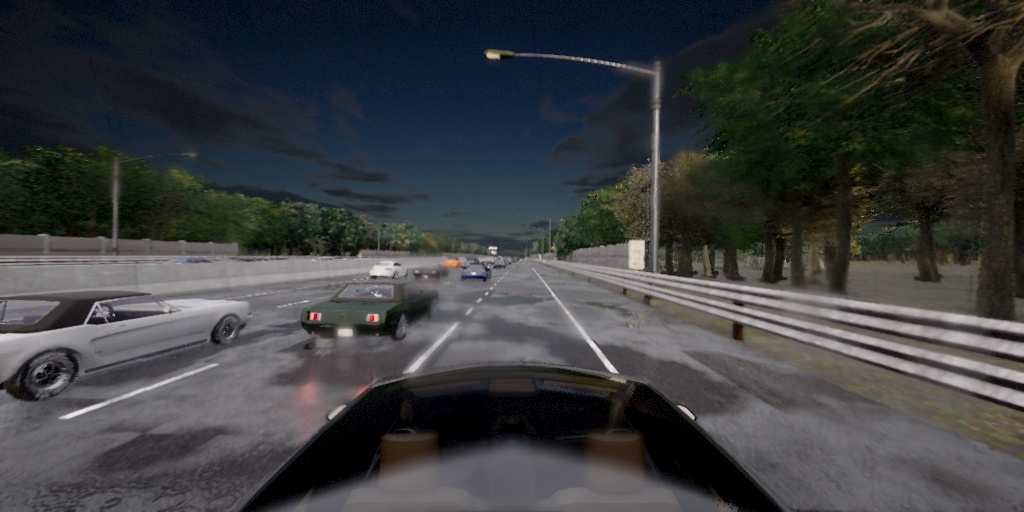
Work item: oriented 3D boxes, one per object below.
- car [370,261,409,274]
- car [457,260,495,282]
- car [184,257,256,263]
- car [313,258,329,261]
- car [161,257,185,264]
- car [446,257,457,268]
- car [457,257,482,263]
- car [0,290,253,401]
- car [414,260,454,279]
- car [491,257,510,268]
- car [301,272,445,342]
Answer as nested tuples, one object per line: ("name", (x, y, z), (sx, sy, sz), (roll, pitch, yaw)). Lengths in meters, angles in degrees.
("car", (-9.762, 1.110, 28.708), (1.812, 1.442, 4.674), (1, 0, 2))
("car", (-2.768, 1.257, 28.480), (1.994, 1.385, 4.181), (1, 0, 2))
("car", (-20.437, 0.923, 26.049), (1.837, 1.490, 4.892), (1, 0, 2))
("car", (-23.331, 0.933, 44.149), (1.994, 1.385, 4.181), (1, 0, 2))
("car", (-23.935, 0.841, 26.116), (1.882, 1.535, 5.008), (1, 0, 2))
("car", (-8.935, 0.959, 54.702), (2.097, 1.767, 4.553), (1, 0, 2))
("car", (-5.630, 1.198, 48.649), (2.033, 1.411, 5.357), (1, 0, 2))
("car", (-6.975, 1.239, 6.141), (1.895, 1.301, 4.718), (1, 0, 2))
("car", (-6.265, 1.239, 28.613), (1.895, 1.301, 4.718), (1, 0, 2))
("car", (-1.818, 1.276, 58.530), (2.033, 1.411, 5.357), (1, 0, 2))
("car", (-3.363, 1.294, 9.626), (1.895, 1.301, 4.718), (1, 0, 2))
